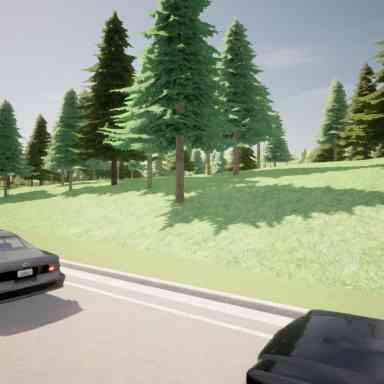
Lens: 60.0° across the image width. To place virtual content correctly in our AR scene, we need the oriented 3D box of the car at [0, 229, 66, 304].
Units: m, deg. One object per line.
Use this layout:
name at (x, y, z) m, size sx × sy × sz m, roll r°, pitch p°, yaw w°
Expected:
car at (-5.138, 1.547, 7.639) m, size 5.357 × 1.411 × 2.033 m, roll 0°, pitch 0°, yaw 36°

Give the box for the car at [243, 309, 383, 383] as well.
car at (2.680, 1.601, 2.079) m, size 4.718 × 1.301 × 1.895 m, roll 0°, pitch 0°, yaw 36°
